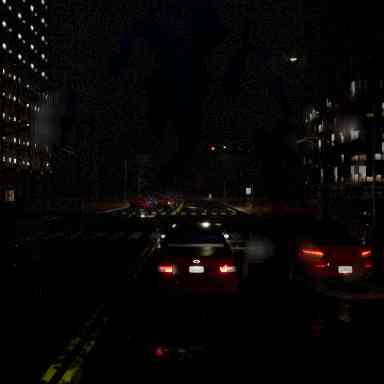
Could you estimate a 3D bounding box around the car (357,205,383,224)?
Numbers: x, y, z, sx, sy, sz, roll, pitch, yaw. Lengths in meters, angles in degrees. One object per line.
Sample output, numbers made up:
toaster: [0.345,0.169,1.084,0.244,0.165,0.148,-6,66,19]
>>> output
car: [14.725,1.622,23.577,5.357,1.411,2.033,0,0,0]

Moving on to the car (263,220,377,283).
car: [3.330,1.522,9.537,1.812,1.442,4.674,0,0,0]

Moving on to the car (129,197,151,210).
car: [-6.687,1.441,42.319,1.882,1.535,5.008,0,0,0]

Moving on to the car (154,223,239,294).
car: [0.081,1.544,8.951,2.033,1.411,5.357,0,0,0]

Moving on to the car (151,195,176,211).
car: [-3.430,1.318,40.700,2.097,1.767,4.553,0,0,0]

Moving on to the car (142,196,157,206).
car: [-6.708,1.468,53.447,1.812,1.442,4.674,0,0,0]

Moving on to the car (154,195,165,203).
car: [-6.721,1.416,68.290,1.837,1.490,4.892,0,0,0]

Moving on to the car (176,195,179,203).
car: [-3.454,1.447,52.786,1.837,1.490,4.892,0,0,0]

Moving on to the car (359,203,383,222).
car: [16.065,1.617,26.841,4.181,1.385,1.994,0,0,1]
